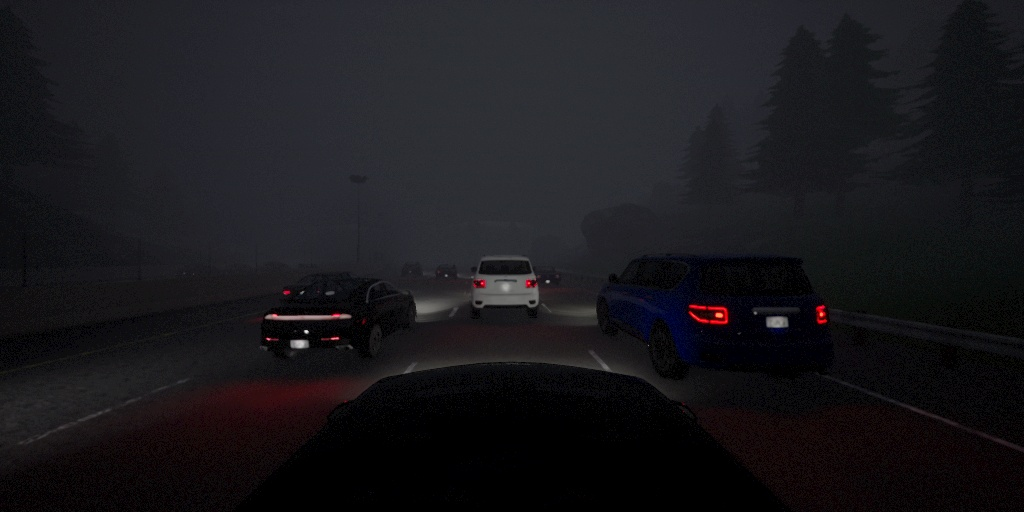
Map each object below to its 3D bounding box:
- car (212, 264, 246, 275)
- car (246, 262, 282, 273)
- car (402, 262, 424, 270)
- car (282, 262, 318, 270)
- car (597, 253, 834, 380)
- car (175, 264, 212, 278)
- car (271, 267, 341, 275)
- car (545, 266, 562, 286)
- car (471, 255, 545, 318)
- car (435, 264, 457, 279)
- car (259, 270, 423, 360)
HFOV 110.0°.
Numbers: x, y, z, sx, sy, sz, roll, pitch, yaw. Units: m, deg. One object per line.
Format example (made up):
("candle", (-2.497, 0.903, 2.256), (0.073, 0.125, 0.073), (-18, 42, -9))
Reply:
("car", (-27.979, 1.467, 36.601), (1.994, 1.385, 4.181), (0, 0, -11))
("car", (-24.438, 1.345, 36.648), (2.128, 1.511, 4.902), (0, 0, -11))
("car", (-10.242, 1.314, 37.013), (2.128, 1.511, 4.902), (0, 0, -10))
("car", (-20.791, 1.444, 36.066), (1.895, 1.301, 4.718), (0, 0, -10))
("car", (3.433, 0.973, 7.430), (2.150, 2.045, 5.566), (0, 0, -2))
("car", (-31.413, 1.445, 35.923), (1.994, 1.385, 4.181), (0, 0, -11))
("car", (-7.448, 1.332, 15.035), (2.033, 1.411, 5.357), (0, 0, -4))
("car", (2.085, 1.381, 25.605), (1.895, 1.301, 4.718), (0, 0, -7))
("car", (-0.333, 0.989, 13.281), (2.150, 2.045, 5.566), (0, 0, -3))
("car", (-5.992, 1.409, 33.015), (1.895, 1.301, 4.718), (0, 0, -9))
("car", (-3.622, 1.259, 8.410), (2.128, 1.511, 4.902), (0, 0, -2))
